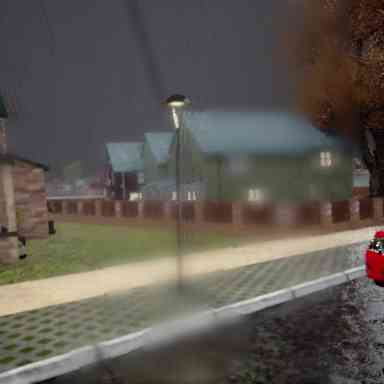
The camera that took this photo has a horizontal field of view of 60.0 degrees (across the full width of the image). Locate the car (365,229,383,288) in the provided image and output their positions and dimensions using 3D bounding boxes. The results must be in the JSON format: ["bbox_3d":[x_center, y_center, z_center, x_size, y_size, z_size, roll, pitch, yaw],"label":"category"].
[{"bbox_3d":[6.185,1.018,7.484,5.566,2.045,2.150,-2,1,-35],"label":"car"}]
